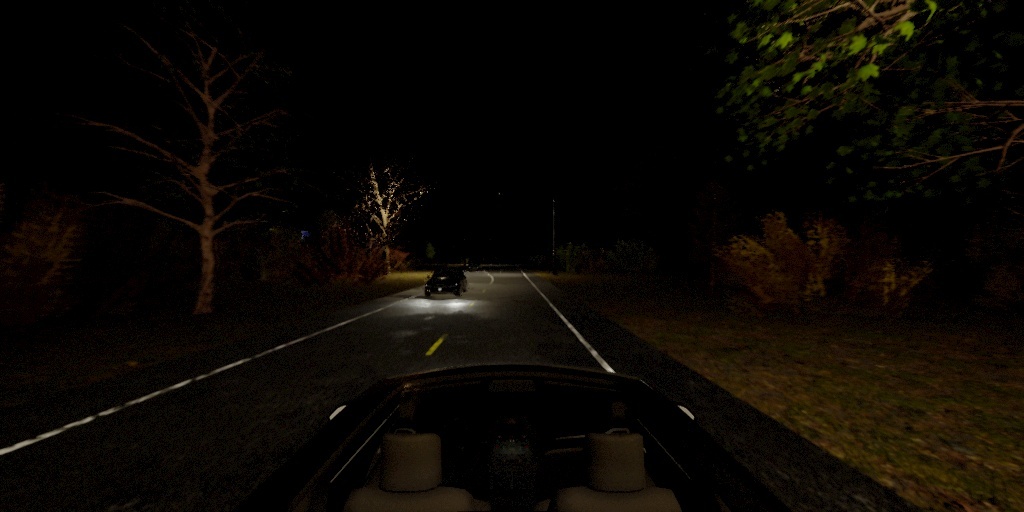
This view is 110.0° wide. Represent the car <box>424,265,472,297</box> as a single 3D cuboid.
[{"bbox_3d":[-3.641,1.458,20.456,1.837,1.490,4.892,0,-1,0],"label":"car"}]

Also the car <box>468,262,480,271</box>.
[{"bbox_3d":[-6.602,1.830,62.144,1.882,1.535,5.008,0,0,-5],"label":"car"}]
